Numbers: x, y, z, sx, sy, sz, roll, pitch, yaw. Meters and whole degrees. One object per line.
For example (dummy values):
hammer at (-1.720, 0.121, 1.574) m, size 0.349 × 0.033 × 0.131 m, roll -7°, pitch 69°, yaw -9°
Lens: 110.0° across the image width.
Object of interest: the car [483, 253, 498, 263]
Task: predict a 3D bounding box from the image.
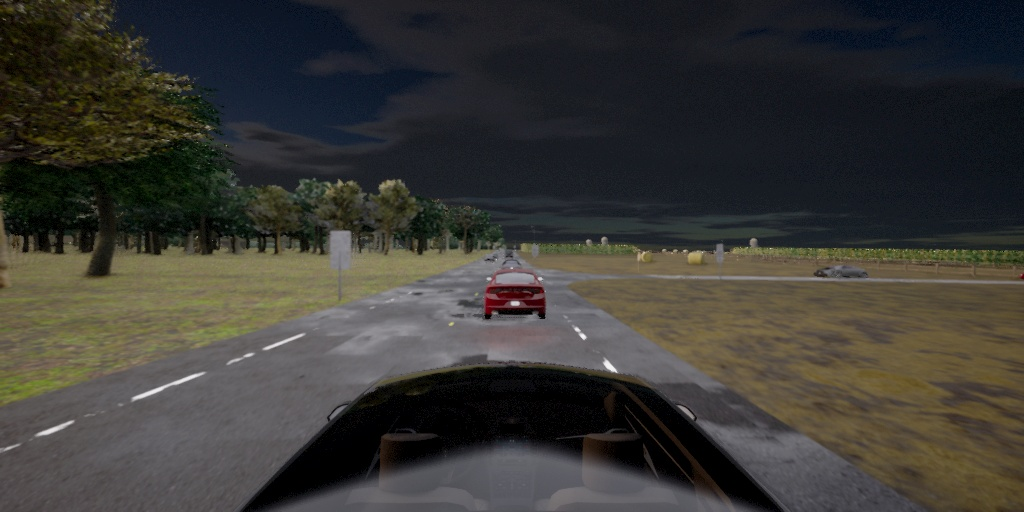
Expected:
car at (-4.012, 0.375, 63.904) m, size 1.837 × 1.490 × 4.892 m, roll 0°, pitch 1°, yaw 0°

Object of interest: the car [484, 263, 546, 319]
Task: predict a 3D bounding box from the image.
car at (0.094, 1.183, 12.715) m, size 1.882 × 1.535 × 5.008 m, roll 0°, pitch 0°, yaw 0°

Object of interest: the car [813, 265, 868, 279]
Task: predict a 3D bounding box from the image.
car at (32.284, 1.556, 35.289) m, size 4.181 × 1.385 × 1.994 m, roll 1°, pitch -1°, yaw 0°

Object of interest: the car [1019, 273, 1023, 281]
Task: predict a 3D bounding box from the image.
car at (53.308, 1.984, 35.285) m, size 4.718 × 1.301 × 1.895 m, roll 1°, pitch -1°, yaw 0°

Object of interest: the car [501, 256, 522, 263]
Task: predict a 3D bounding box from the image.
car at (-0.058, 1.005, 33.541) m, size 1.994 × 1.385 × 4.181 m, roll 0°, pitch 1°, yaw -1°
